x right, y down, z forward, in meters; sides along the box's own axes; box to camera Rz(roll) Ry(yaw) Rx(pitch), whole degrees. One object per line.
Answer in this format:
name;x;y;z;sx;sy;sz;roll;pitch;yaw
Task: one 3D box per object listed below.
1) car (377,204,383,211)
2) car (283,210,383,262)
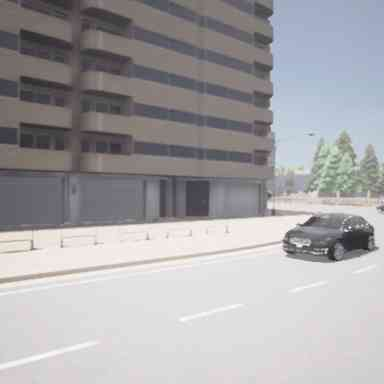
car;22.402;1.749;36.729;1.812;1.442;4.674;0;0;1
car;5.351;1.573;12.686;4.892;1.490;1.837;1;-1;-43
